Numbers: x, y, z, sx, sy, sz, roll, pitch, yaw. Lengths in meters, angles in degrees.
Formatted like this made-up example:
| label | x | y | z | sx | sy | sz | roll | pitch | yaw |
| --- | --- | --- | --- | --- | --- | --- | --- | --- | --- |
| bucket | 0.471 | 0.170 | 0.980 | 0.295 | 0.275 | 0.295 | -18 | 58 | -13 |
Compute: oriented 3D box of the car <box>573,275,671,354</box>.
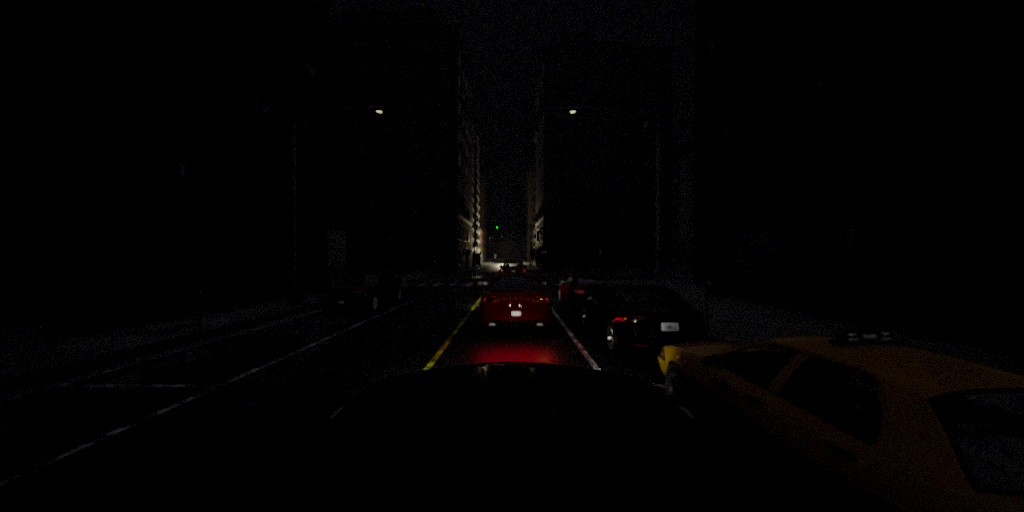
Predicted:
| label | x | y | z | sx | sy | sz | roll | pitch | yaw |
| --- | --- | --- | --- | --- | --- | --- | --- | --- | --- |
| car | 2.876 | 1.320 | 8.577 | 1.948 | 1.339 | 4.313 | 0 | 0 | 0 |

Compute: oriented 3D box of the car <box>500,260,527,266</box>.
| label | x | y | z | sx | sy | sz | roll | pitch | yaw |
| --- | --- | --- | --- | --- | --- | --- | --- | --- | --- |
| car | 0.102 | 1.117 | 27.670 | 2.097 | 1.767 | 4.553 | 0 | 0 | 0 |

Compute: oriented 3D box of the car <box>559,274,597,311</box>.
| label | x | y | z | sx | sy | sz | roll | pitch | yaw |
| --- | --- | --- | --- | --- | --- | --- | --- | --- | --- |
| car | 2.878 | 1.339 | 14.163 | 1.802 | 1.307 | 4.207 | 0 | 0 | 0 |

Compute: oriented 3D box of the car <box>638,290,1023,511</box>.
| label | x | y | z | sx | sy | sz | roll | pitch | yaw |
| --- | --- | --- | --- | --- | --- | --- | --- | --- | --- |
| car | 2.874 | 1.276 | 3.161 | 1.751 | 1.417 | 4.829 | 0 | 0 | 0 |

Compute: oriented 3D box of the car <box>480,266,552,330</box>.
| label | x | y | z | sx | sy | sz | roll | pitch | yaw |
| --- | --- | --- | --- | --- | --- | --- | --- | --- | --- |
| car | 0.099 | 1.233 | 11.151 | 1.882 | 1.535 | 5.008 | 0 | 0 | 0 |

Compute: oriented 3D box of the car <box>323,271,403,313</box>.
| label | x | y | z | sx | sy | sz | roll | pitch | yaw |
| --- | --- | --- | --- | --- | --- | --- | --- | --- | --- |
| car | -5.668 | 1.302 | 14.163 | 1.888 | 1.381 | 4.507 | 0 | 0 | 0 |
